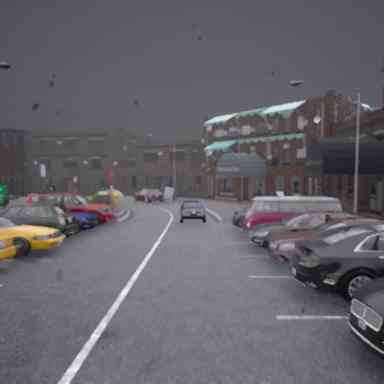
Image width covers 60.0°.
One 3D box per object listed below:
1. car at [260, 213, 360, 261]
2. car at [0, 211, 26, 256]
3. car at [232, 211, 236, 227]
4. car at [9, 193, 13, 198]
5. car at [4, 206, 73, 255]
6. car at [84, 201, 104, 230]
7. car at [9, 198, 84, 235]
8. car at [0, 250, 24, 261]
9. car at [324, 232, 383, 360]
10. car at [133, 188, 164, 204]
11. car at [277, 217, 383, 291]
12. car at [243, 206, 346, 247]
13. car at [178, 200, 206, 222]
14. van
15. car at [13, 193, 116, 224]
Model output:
[{"bbox_3d":[4.656,1.494,9.949,4.674,1.452,2.002,0,0,0],"label":"car"},{"bbox_3d":[-7.861,1.453,9.221,5.366,1.575,1.946,0,0,0],"label":"car"},{"bbox_3d":[4.651,1.400,18.341,4.892,1.521,2.231,0,1,0],"label":"car"},{"bbox_3d":[-26.390,0.692,46.313,4.181,1.385,1.994,-2,3,12],"label":"car"},{"bbox_3d":[-7.490,1.446,12.160,5.366,1.575,1.946,0,0,0],"label":"car"},{"bbox_3d":[-7.678,1.407,17.932,5.008,1.535,2.097,0,1,0],"label":"car"},{"bbox_3d":[-7.643,1.311,15.102,4.553,1.767,2.185,0,0,0],"label":"car"},{"bbox_3d":[-3.101,1.488,1.515,2.128,1.511,4.902,0,0,0],"label":"car"},{"bbox_3d":[4.658,1.469,4.360,4.892,1.521,2.231,0,0,0],"label":"car"},{"bbox_3d":[-5.280,0.337,39.649,2.097,1.767,4.553,-3,5,-37],"label":"car"},{"bbox_3d":[4.647,1.462,7.279,4.892,1.521,2.231,0,0,0],"label":"car"},{"bbox_3d":[4.662,1.448,12.739,4.892,1.521,2.231,0,0,0],"label":"car"},{"bbox_3d":[-0.037,1.323,24.358,2.033,1.411,5.357,0,2,-3],"label":"car"},{"bbox_3d":[4.540,1.208,15.531,4.442,1.987,1.878,0,1,0],"label":"van"},{"bbox_3d":[-7.643,1.100,20.872,5.566,2.045,2.435,0,1,0],"label":"car"}]
